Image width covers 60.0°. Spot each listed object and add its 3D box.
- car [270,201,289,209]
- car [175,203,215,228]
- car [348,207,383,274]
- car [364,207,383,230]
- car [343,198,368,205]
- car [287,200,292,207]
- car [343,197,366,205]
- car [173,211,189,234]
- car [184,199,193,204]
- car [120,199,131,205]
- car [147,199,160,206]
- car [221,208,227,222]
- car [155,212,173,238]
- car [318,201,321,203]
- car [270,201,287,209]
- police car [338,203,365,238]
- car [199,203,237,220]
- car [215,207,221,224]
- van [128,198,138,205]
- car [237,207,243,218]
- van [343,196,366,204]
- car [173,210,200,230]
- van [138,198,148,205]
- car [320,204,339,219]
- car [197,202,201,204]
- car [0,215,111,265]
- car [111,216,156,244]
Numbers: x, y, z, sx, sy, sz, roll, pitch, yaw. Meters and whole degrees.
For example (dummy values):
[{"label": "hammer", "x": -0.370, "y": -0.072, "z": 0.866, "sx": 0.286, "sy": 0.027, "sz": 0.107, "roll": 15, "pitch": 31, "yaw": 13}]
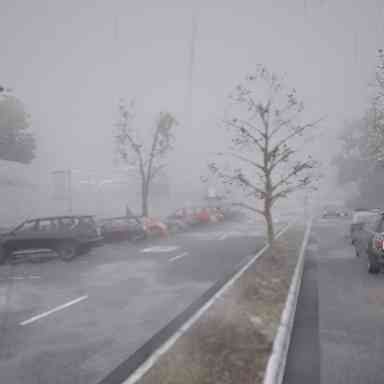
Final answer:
[{"label": "car", "x": 23.534, "y": 3.526, "z": 89.826, "sx": 4.553, "sy": 1.767, "sz": 2.185, "roll": -4, "pitch": -3, "yaw": 6}, {"label": "car", "x": -0.886, "y": 2.585, "z": 32.962, "sx": 5.566, "sy": 2.045, "sz": 2.435, "roll": -4, "pitch": -2, "yaw": 0}, {"label": "car", "x": 6.530, "y": 1.423, "z": 10.707, "sx": 2.097, "sy": 1.767, "sz": 4.553, "roll": -4, "pitch": -2, "yaw": 20}, {"label": "car", "x": 13.765, "y": 1.812, "z": 23.834, "sx": 1.895, "sy": 1.301, "sz": 4.718, "roll": -4, "pitch": -2, "yaw": 20}, {"label": "car", "x": 42.147, "y": 2.459, "z": 85.727, "sx": 5.366, "sy": 1.575, "sz": 1.946, "roll": -3, "pitch": -2, "yaw": 7}, {"label": "car", "x": 22.426, "y": 3.594, "z": 87.086, "sx": 5.366, "sy": 1.575, "sz": 1.946, "roll": -4, "pitch": -3, "yaw": 6}, {"label": "car", "x": 40.598, "y": 2.313, "z": 83.112, "sx": 4.553, "sy": 1.767, "sz": 2.185, "roll": -3, "pitch": -2, "yaw": 7}, {"label": "car", "x": -2.942, "y": 2.714, "z": 27.334, "sx": 4.892, "sy": 1.521, "sz": 2.231, "roll": -4, "pitch": -3, "yaw": 0}, {"label": "car", "x": -0.920, "y": 2.902, "z": 82.896, "sx": 2.435, "sy": 2.045, "sz": 5.566, "roll": 2, "pitch": -3, "yaw": 1}, {"label": "car", "x": -17.857, "y": 2.662, "z": 89.535, "sx": 1.946, "sy": 1.575, "sz": 5.366, "roll": 2, "pitch": -3, "yaw": 1}, {"label": "car", "x": -9.393, "y": 2.904, "z": 86.095, "sx": 2.231, "sy": 1.521, "sz": 4.892, "roll": 2, "pitch": -3, "yaw": 1}, {"label": "car", "x": 1.271, "y": 2.998, "z": 38.572, "sx": 4.674, "sy": 1.452, "sz": 2.002, "roll": -4, "pitch": -2, "yaw": 0}, {"label": "car", "x": -4.023, "y": 2.530, "z": 24.528, "sx": 4.553, "sy": 1.767, "sz": 2.185, "roll": -4, "pitch": -3, "yaw": 0}, {"label": "car", "x": 19.499, "y": 2.442, "z": 47.633, "sx": 2.033, "sy": 1.411, "sz": 5.357, "roll": -4, "pitch": -2, "yaw": 21}, {"label": "car", "x": 20.784, "y": 3.620, "z": 84.503, "sx": 4.792, "sy": 1.488, "sz": 2.163, "roll": -4, "pitch": -2, "yaw": 5}, {"label": "police car", "x": 8.673, "y": 1.606, "z": 16.462, "sx": 1.930, "sy": 1.638, "sz": 5.238, "roll": -4, "pitch": -2, "yaw": 20}, {"label": "car", "x": 2.280, "y": 2.771, "z": 41.400, "sx": 5.566, "sy": 2.045, "sz": 2.435, "roll": -4, "pitch": -2, "yaw": 1}, {"label": "car", "x": 0.024, "y": 2.905, "z": 35.765, "sx": 5.366, "sy": 1.575, "sz": 1.946, "roll": -4, "pitch": -2, "yaw": 0}, {"label": "van", "x": -15.024, "y": 2.507, "z": 88.160, "sx": 1.878, "sy": 1.987, "sz": 4.442, "roll": 3, "pitch": -3, "yaw": 1}, {"label": "car", "x": 3.404, "y": 2.830, "z": 44.220, "sx": 5.566, "sy": 2.045, "sz": 2.435, "roll": -4, "pitch": -3, "yaw": 1}, {"label": "van", "x": 39.200, "y": 2.181, "z": 80.465, "sx": 4.442, "sy": 1.987, "sz": 1.878, "roll": -3, "pitch": -2, "yaw": 6}, {"label": "car", "x": -1.916, "y": 2.803, "z": 30.135, "sx": 4.792, "sy": 1.488, "sz": 2.163, "roll": -4, "pitch": -2, "yaw": 0}, {"label": "van", "x": -12.197, "y": 2.590, "z": 87.078, "sx": 1.878, "sy": 1.987, "sz": 4.442, "roll": 3, "pitch": -3, "yaw": 1}, {"label": "car", "x": 15.827, "y": 2.238, "z": 38.005, "sx": 2.033, "sy": 1.411, "sz": 5.357, "roll": -4, "pitch": -3, "yaw": 21}, {"label": "car", "x": 1.891, "y": 3.274, "z": 81.780, "sx": 2.002, "sy": 1.452, "sz": 4.674, "roll": 2, "pitch": -3, "yaw": 1}, {"label": "car", "x": -7.166, "y": 2.241, "z": 16.085, "sx": 5.566, "sy": 2.045, "sz": 2.435, "roll": -4, "pitch": -2, "yaw": 0}, {"label": "car", "x": -5.005, "y": 2.469, "z": 21.708, "sx": 4.553, "sy": 1.767, "sz": 2.185, "roll": -4, "pitch": -2, "yaw": 0}]
